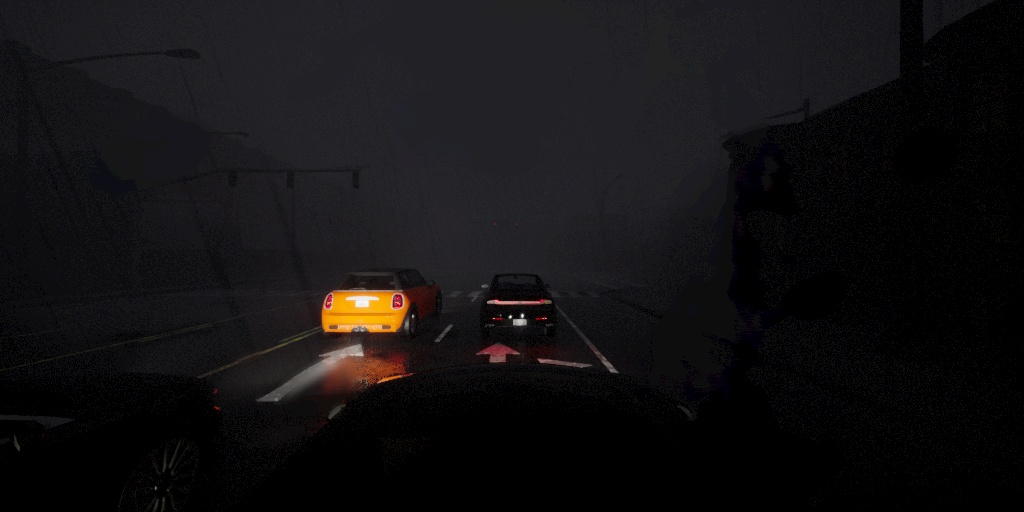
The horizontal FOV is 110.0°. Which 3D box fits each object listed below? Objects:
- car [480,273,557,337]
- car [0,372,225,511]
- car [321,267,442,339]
[{"bbox_3d":[0.115,1.242,10.292,2.128,1.511,4.902,0,0,-1],"label":"car"},{"bbox_3d":[-3.400,1.242,1.101,2.128,1.511,4.902,0,0,0],"label":"car"},{"bbox_3d":[-3.394,1.102,10.250,2.097,1.767,4.553,0,0,0],"label":"car"}]
